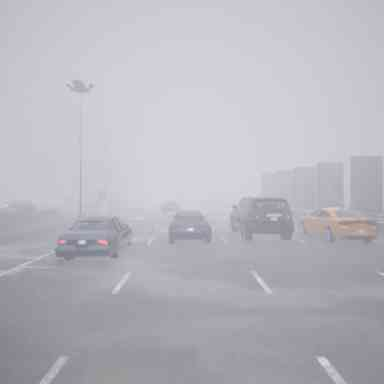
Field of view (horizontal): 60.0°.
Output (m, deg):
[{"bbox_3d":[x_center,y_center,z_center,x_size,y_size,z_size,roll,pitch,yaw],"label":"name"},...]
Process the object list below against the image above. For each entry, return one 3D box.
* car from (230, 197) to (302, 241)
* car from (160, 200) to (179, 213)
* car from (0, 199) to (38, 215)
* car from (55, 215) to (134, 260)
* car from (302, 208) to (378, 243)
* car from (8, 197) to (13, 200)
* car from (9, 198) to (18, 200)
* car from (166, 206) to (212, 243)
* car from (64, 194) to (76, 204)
[{"bbox_3d":[3.405,1.258,17.079,2.150,2.045,5.566,0,0,-3],"label":"car"},{"bbox_3d":[-2.654,1.678,39.160,1.994,1.385,4.181,0,0,-10],"label":"car"},{"bbox_3d":[-15.659,1.680,30.171,2.033,1.411,5.357,0,0,-7],"label":"car"},{"bbox_3d":[-3.455,1.593,12.686,2.033,1.411,5.357,0,0,-2],"label":"car"},{"bbox_3d":[6.889,1.499,16.238,1.882,1.535,5.008,0,0,-3],"label":"car"},{"bbox_3d":[-35.527,1.780,66.290,1.812,1.442,4.674,0,0,-21],"label":"car"},{"bbox_3d":[-21.302,1.747,42.523,1.994,1.385,4.181,0,0,-11],"label":"car"},{"bbox_3d":[-0.176,1.609,16.525,1.994,1.385,4.181,0,0,-3],"label":"car"},{"bbox_3d":[-25.795,1.449,70.228,2.150,2.045,5.566,0,0,-21],"label":"car"}]
